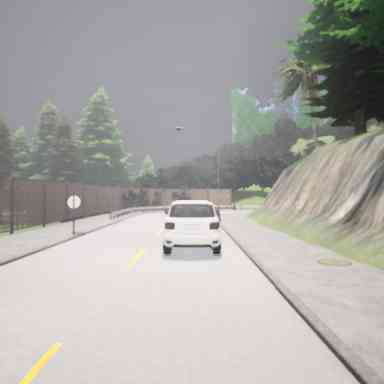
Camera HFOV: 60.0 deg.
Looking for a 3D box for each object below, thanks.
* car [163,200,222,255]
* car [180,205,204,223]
[{"bbox_3d":[0.004,1.348,14.030,2.150,2.045,5.566,0,0,0],"label":"car"},{"bbox_3d":[0.009,1.873,29.099,1.895,1.301,4.718,0,0,0],"label":"car"}]
